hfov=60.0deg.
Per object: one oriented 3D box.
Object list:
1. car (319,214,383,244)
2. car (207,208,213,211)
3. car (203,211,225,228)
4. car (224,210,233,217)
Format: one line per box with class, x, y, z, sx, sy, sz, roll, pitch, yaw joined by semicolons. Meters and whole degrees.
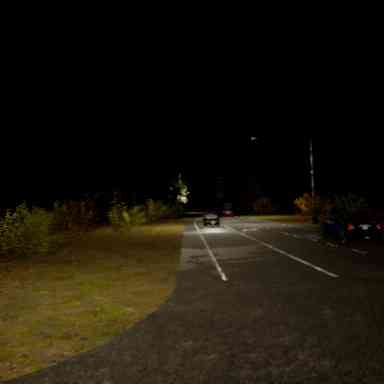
car;9.647;2.129;20.659;2.097;1.767;4.553;-2;-3;-1
car;4.504;5.347;82.726;2.097;1.767;4.553;-2;-3;5
car;2.374;3.486;40.520;2.128;1.511;4.902;-2;-3;-1
car;8.771;5.181;81.965;2.097;1.767;4.553;-2;-3;-1
